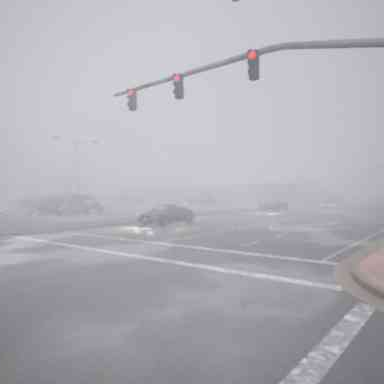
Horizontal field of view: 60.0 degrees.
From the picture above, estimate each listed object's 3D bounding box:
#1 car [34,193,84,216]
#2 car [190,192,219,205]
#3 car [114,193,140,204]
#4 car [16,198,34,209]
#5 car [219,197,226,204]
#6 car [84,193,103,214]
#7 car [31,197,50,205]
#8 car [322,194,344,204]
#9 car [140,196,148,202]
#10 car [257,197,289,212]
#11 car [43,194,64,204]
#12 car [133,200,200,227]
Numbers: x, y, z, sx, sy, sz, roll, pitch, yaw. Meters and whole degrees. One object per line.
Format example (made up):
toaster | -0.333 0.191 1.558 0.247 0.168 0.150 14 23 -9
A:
car | -12.748 1.287 31.704 4.605 1.855 1.932 -1 0 39
car | 1.500 0.969 49.138 3.866 1.878 1.905 -1 0 39
car | -12.085 1.186 60.200 4.605 1.855 1.932 -1 0 39
car | -22.692 1.668 47.053 3.806 1.475 1.970 -1 0 39
car | 3.343 1.167 51.375 3.806 1.475 1.970 -1 0 39
car | -10.877 1.248 33.911 3.866 1.878 1.905 -1 0 39
car | -28.914 1.702 63.312 3.905 1.438 1.784 -1 0 39
car | 20.735 1.018 48.761 1.837 1.490 4.892 -1 0 41
car | -10.200 1.355 62.404 3.905 1.438 1.784 -1 0 39
car | 8.550 1.251 34.715 1.812 1.442 4.674 -1 0 40
car | -27.261 1.454 65.422 4.605 1.855 1.932 -1 0 39
car | -1.728 1.519 22.692 1.994 1.385 4.181 -1 0 40
